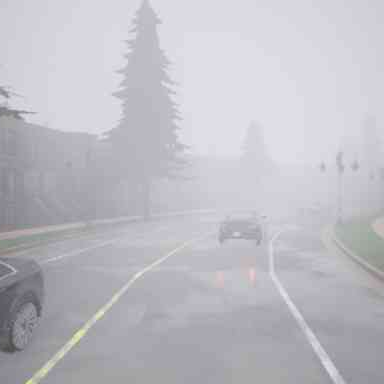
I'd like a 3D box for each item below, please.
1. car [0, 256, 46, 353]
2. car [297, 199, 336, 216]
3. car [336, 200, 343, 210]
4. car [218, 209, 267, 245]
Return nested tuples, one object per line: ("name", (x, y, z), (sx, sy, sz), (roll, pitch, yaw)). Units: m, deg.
("car", (-3.342, 1.490, 3.378), (2.128, 1.511, 4.902), (0, 0, 3))
("car", (12.238, 1.598, 33.028), (1.895, 1.301, 4.718), (0, 0, 41))
("car", (17.147, 1.544, 42.466), (5.357, 1.411, 2.033), (0, 0, -36))
("car", (2.464, 1.524, 15.663), (1.812, 1.442, 4.674), (0, 0, 16))
